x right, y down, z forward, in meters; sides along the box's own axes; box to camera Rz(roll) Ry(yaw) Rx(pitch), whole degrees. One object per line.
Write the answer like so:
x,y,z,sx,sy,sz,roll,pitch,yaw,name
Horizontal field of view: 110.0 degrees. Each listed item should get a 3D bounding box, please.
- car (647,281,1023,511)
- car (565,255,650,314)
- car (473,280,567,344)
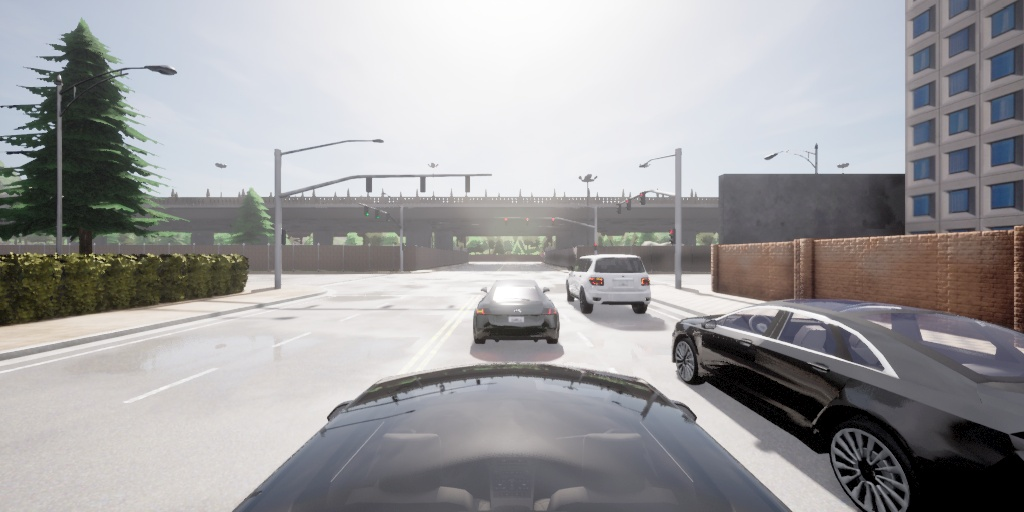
3.595,1.242,4.126,2.128,1.511,4.902,0,0,0,car
3.488,0.971,13.931,2.150,2.045,5.566,0,0,0,car
0.092,1.314,9.586,1.994,1.385,4.181,0,0,0,car
